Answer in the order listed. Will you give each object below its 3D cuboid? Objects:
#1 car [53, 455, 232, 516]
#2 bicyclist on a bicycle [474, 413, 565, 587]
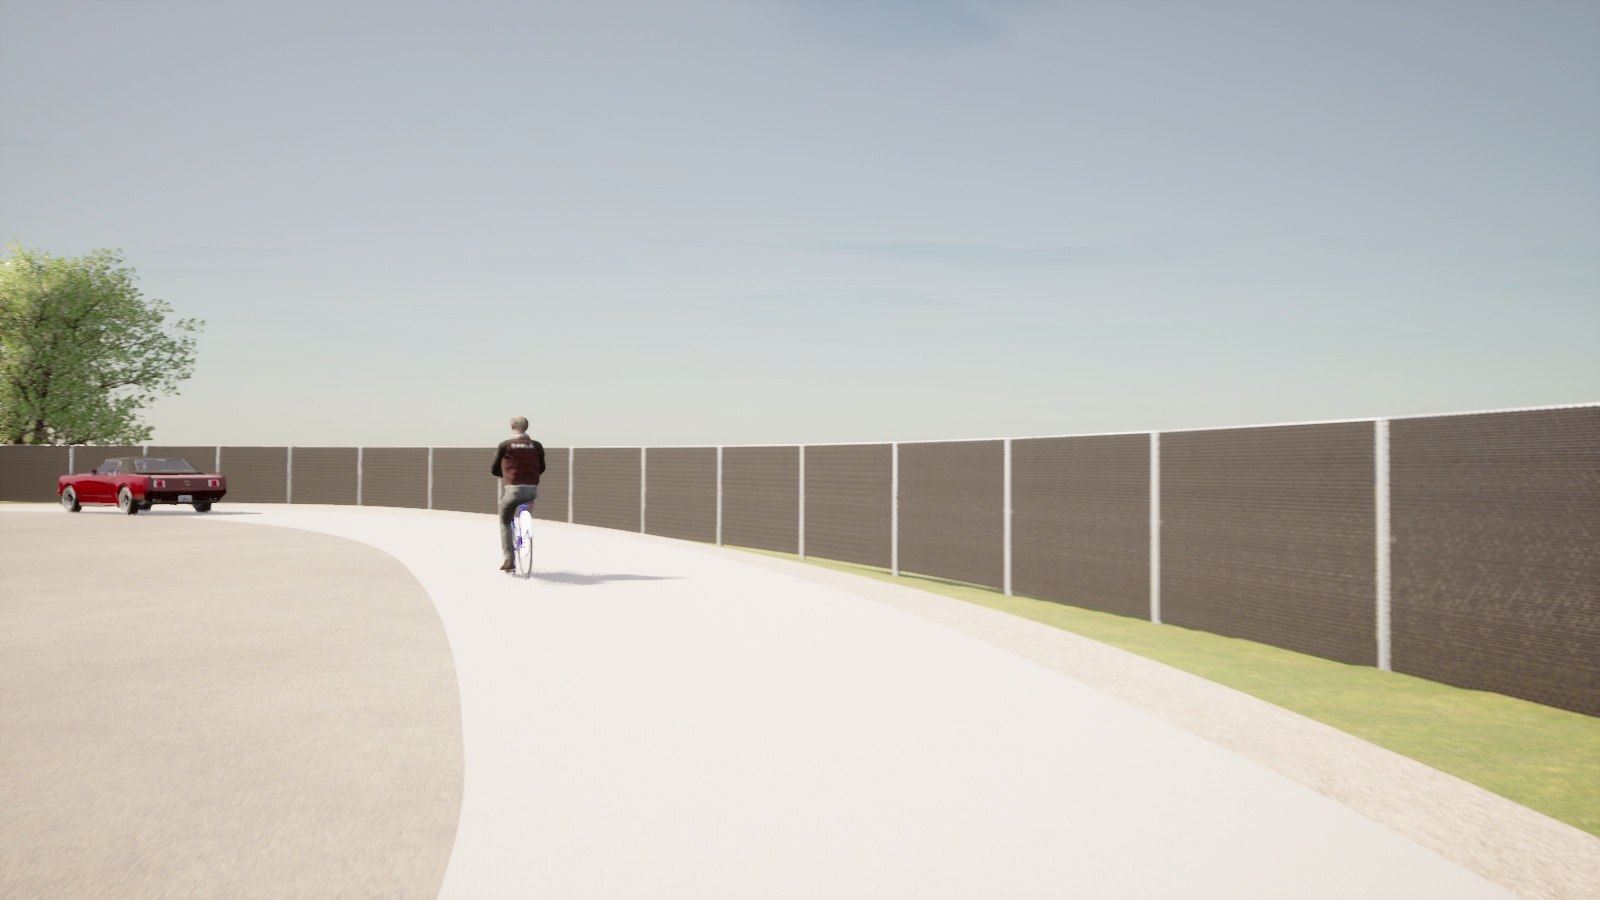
[{"bbox_3d":[-15.276,0.798,29.074,4.718,1.301,1.895,-1,-1,38],"label":"car"},{"bbox_3d":[-3.120,0.505,13.834,0.659,1.776,1.843,0,1,-23],"label":"bicyclist on a bicycle"}]
